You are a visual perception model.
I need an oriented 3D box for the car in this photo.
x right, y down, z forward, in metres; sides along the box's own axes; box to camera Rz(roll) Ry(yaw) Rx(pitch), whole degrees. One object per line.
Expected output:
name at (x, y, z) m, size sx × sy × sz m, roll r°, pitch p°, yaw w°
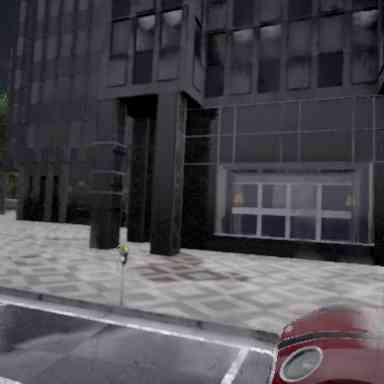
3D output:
car at (3.037, 1.688, 3.145) m, size 4.553 × 1.767 × 2.097 m, roll 1°, pitch -4°, yaw 21°
